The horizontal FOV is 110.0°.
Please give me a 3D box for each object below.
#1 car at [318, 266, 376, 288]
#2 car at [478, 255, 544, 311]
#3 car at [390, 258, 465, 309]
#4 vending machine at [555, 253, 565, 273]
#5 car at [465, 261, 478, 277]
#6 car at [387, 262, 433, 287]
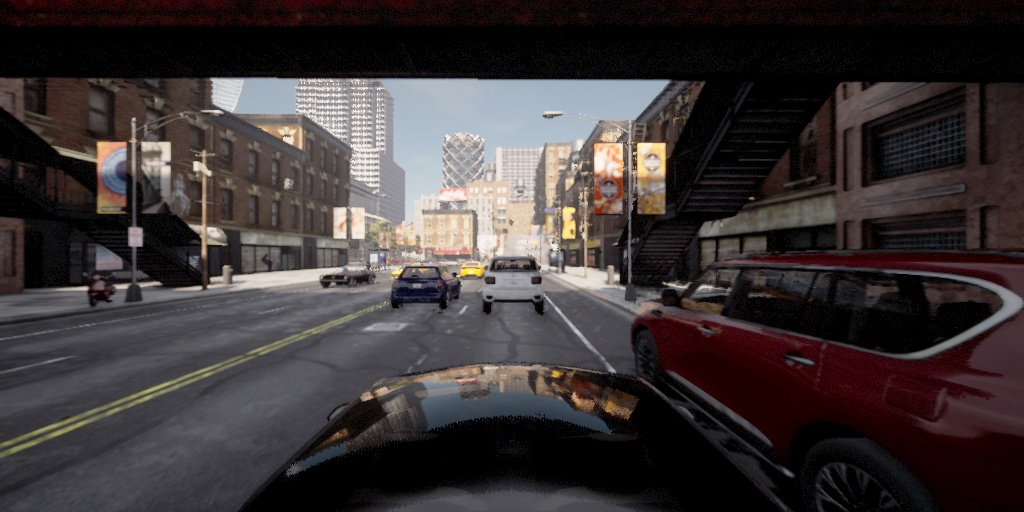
[{"bbox_3d":[-10.714,1.363,23.668,1.895,1.301,4.718,0,0,0],"label":"car"},{"bbox_3d":[0.037,0.975,14.553,2.150,2.045,5.566,0,0,0],"label":"car"},{"bbox_3d":[-3.469,1.108,15.214,2.097,1.767,4.553,0,0,0],"label":"car"},{"bbox_3d":[7.104,0.957,51.588,1.100,2.100,0.880,0,0,-2],"label":"vending machine"},{"bbox_3d":[-3.567,1.239,33.282,1.882,1.535,5.008,0,0,0],"label":"car"},{"bbox_3d":[-7.225,1.238,25.934,1.882,1.535,5.008,0,0,0],"label":"car"}]
